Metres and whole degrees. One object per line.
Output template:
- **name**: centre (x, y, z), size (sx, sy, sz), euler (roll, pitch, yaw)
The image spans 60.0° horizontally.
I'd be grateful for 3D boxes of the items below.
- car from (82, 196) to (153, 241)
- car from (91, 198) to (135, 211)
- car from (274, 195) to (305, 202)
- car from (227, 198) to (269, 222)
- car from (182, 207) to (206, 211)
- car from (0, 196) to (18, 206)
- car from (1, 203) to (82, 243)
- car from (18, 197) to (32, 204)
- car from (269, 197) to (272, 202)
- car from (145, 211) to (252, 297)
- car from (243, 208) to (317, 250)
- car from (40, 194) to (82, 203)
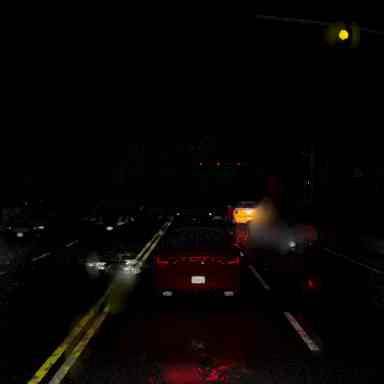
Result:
- **car**: centre (-3.555, 1.221, 17.164), size (2.150, 2.045, 5.566), euler (0, 0, 0)
- **car**: centre (-9.556, 1.492, 40.413), size (4.902, 1.511, 2.128), euler (0, 0, -2)
- **car**: centre (15.838, 1.478, 51.871), size (5.008, 1.535, 1.882), euler (0, 0, -2)
- **car**: centre (3.657, 1.352, 23.294), size (2.097, 1.767, 4.553), euler (0, 0, 1)
- **car**: centre (0.125, 1.547, 18.864), size (2.033, 1.411, 5.357), euler (0, 0, 0)
- **car**: centre (-24.187, 1.482, 39.980), size (4.902, 1.511, 2.128), euler (0, 0, -2)
- **car**: centre (-7.058, 1.491, 16.108), size (2.128, 1.511, 4.902), euler (0, 0, 0)
- **car**: centre (-23.336, 1.344, 43.508), size (4.553, 1.767, 2.097), euler (0, 0, -2)
- **car**: centre (14.897, 1.352, 58.841), size (4.553, 1.767, 2.097), euler (0, 0, -2)
- **car**: centre (0.110, 1.478, 8.642), size (1.882, 1.535, 5.008), euler (0, 0, 0)
- **car**: centre (3.618, 1.601, 14.286), size (1.895, 1.301, 4.718), euler (0, 0, 0)
- **car**: centre (-13.860, 1.223, 36.785), size (5.566, 2.045, 2.150), euler (0, 0, -2)
